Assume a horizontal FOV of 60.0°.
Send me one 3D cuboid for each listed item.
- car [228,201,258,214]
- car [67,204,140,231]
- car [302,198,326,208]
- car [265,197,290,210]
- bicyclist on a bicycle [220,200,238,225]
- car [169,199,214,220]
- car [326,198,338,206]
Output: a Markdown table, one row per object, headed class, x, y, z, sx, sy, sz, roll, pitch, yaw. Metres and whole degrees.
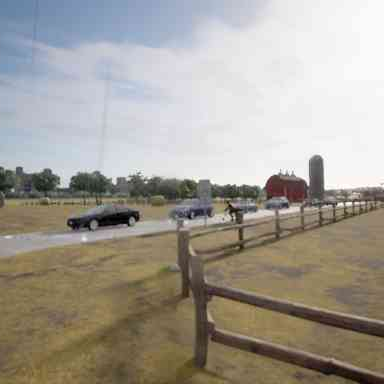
| class | x | y | z | sx | sy | sz | roll | pitch | yaw |
| --- | --- | --- | --- | --- | --- | --- | --- | --- | --- |
| car | 5.731 | 1.653 | 36.969 | 1.994 | 1.385 | 4.181 | -2 | -1 | 36 |
| car | -5.526 | 1.539 | 21.225 | 1.882 | 1.535 | 5.008 | -2 | -1 | 35 |
| car | 17.700 | 1.649 | 48.669 | 1.895 | 1.301 | 4.718 | -2 | -2 | 35 |
| car | 11.577 | 1.460 | 45.092 | 2.097 | 1.767 | 4.553 | -2 | -1 | 36 |
| bicyclist on a bicycle | 2.550 | 1.393 | 22.249 | 1.656 | 1.620 | 0.582 | 0 | 0 | 36 |
| car | 0.028 | 1.427 | 29.015 | 2.097 | 1.767 | 4.553 | -2 | -1 | 35 |
| car | 23.487 | 1.657 | 56.750 | 2.033 | 1.411 | 5.357 | -2 | -2 | 35 |
